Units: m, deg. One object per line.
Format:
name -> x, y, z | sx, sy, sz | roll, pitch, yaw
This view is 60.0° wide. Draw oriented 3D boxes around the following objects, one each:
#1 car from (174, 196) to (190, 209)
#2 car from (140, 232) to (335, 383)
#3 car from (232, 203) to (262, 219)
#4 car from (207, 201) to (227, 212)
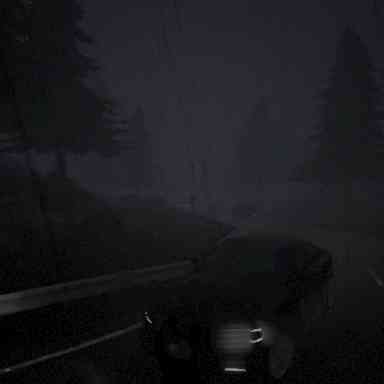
car -> -1.771, 1.715, 54.448 | 2.150, 2.045, 5.566 | 0, -1, -8
car -> 1.194, 1.541, 5.864 | 1.882, 1.535, 5.008 | 1, 0, 33
car -> 5.305, 1.851, 32.667 | 1.837, 1.490, 4.892 | 0, 0, -10
car -> 3.311, 1.925, 45.034 | 1.882, 1.535, 5.008 | 0, 0, -9
